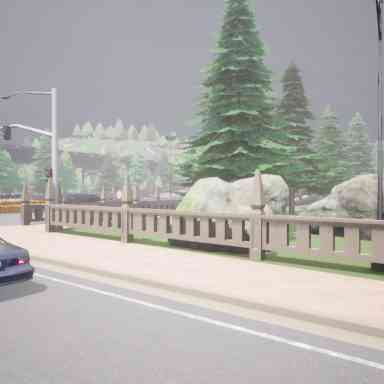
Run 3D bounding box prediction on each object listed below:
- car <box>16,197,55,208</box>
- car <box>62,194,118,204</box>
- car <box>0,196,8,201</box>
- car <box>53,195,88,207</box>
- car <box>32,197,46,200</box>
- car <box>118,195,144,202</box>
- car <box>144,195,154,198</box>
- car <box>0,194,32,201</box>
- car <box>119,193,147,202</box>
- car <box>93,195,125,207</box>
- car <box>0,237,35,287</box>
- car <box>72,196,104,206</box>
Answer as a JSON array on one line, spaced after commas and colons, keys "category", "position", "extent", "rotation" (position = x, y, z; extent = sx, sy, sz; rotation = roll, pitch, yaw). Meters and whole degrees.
[{"category": "car", "position": [-23.355, 1.505, 49.795], "extent": [1.837, 1.490, 4.892], "rotation": [0, 0, 36]}, {"category": "car", "position": [-11.198, 1.223, 36.384], "extent": [2.150, 2.045, 5.566], "rotation": [0, 0, 36]}, {"category": "car", "position": [-23.884, 1.491, 37.092], "extent": [2.128, 1.511, 4.902], "rotation": [0, 0, 36]}, {"category": "car", "position": [-18.465, 1.352, 50.602], "extent": [2.097, 1.767, 4.553], "rotation": [0, 0, 35]}, {"category": "car", "position": [-18.327, 1.477, 44.801], "extent": [1.882, 1.535, 5.008], "rotation": [0, 0, 36]}, {"category": "car", "position": [-9.236, 1.353, 45.119], "extent": [2.097, 1.767, 4.553], "rotation": [0, 0, 36]}, {"category": "car", "position": [-8.601, 1.290, 58.345], "extent": [2.128, 1.511, 4.902], "rotation": [0, 2, 36]}, {"category": "car", "position": [-24.134, 1.221, 42.727], "extent": [2.150, 2.045, 5.566], "rotation": [0, 0, 36]}, {"category": "car", "position": [-11.651, 1.131, 66.059], "extent": [2.033, 1.411, 5.357], "rotation": [0, 3, 36]}, {"category": "car", "position": [-12.979, 1.334, 52.247], "extent": [2.097, 1.767, 4.553], "rotation": [0, 1, 36]}, {"category": "car", "position": [-6.069, 1.547, 8.293], "extent": [5.357, 1.411, 2.033], "rotation": [0, 0, 36]}, {"category": "car", "position": [-17.868, 1.456, 57.441], "extent": [2.128, 1.511, 4.902], "rotation": [0, 1, 36]}]
